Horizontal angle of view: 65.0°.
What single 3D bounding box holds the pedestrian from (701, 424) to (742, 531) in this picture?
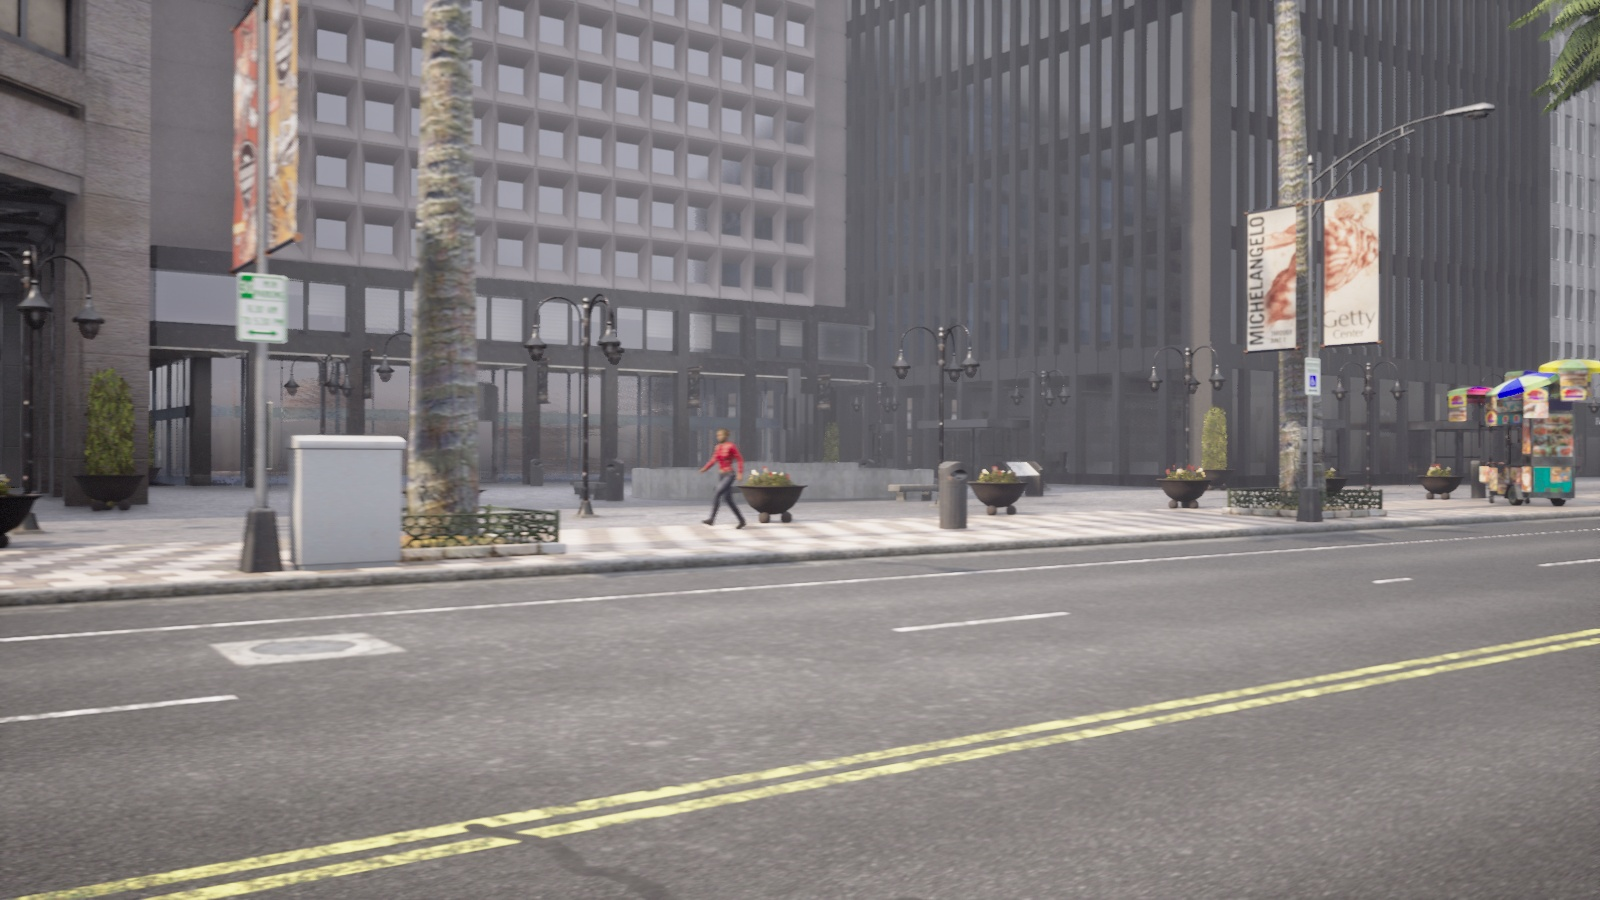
[{"bbox_3d":[-1.379,0.479,22.008,0.636,1.846,0.331,0,0,-37],"label":"pedestrian"}]
